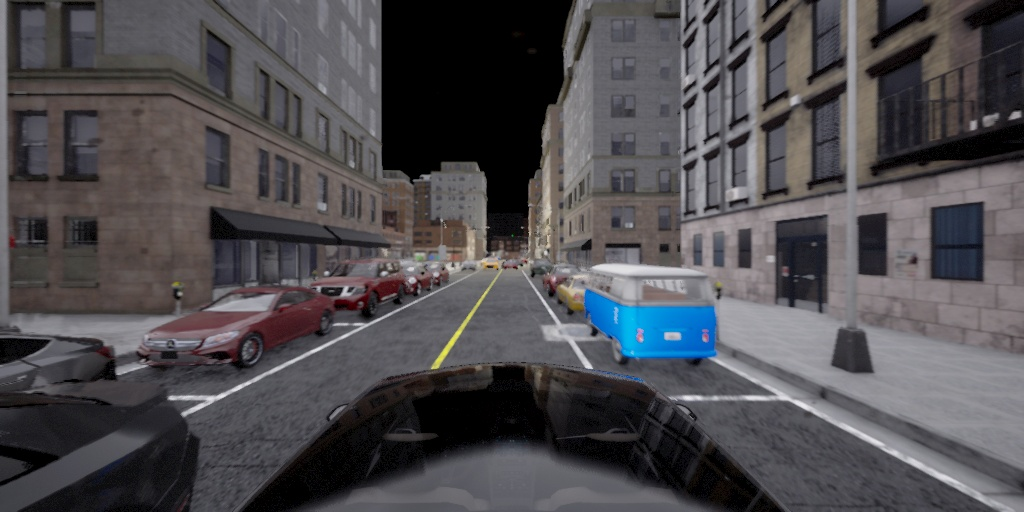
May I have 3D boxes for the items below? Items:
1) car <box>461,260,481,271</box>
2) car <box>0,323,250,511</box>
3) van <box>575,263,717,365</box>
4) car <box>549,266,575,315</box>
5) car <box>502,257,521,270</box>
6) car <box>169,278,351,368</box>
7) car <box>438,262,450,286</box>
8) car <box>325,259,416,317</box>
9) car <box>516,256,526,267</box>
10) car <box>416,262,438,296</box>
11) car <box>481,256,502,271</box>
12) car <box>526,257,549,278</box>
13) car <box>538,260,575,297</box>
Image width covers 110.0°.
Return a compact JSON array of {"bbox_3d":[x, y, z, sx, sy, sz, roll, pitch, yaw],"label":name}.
[{"bbox_3d":[-5.409,1.196,45.597,2.007,1.370,4.403,0,0,0],"label":"car"},{"bbox_3d":[-2.850,1.258,0.176,1.837,1.490,4.892,0,0,0],"label":"car"},{"bbox_3d":[2.634,1.076,7.735,1.690,1.789,3.998,0,0,0],"label":"van"},{"bbox_3d":[2.631,1.248,13.315,1.751,1.417,4.829,0,0,0],"label":"car"},{"bbox_3d":[-0.459,1.197,51.157,1.994,1.385,4.181,0,0,-10],"label":"car"},{"bbox_3d":[-5.391,1.317,7.731,1.802,1.307,4.207,0,0,0],"label":"car"},{"bbox_3d":[-5.399,1.136,23.959,1.967,1.591,4.097,0,0,0],"label":"car"},{"bbox_3d":[-5.394,1.037,13.141,2.192,1.841,5.009,0,0,0],"label":"car"},{"bbox_3d":[0.318,1.172,63.245,1.994,1.385,4.181,0,0,-28],"label":"car"},{"bbox_3d":[-5.396,1.149,18.550,1.967,1.591,4.097,0,0,0],"label":"car"},{"bbox_3d":[-2.782,1.118,48.148,1.882,1.535,5.008,0,0,0],"label":"car"},{"bbox_3d":[2.734,1.026,33.444,2.097,1.767,4.553,0,0,0],"label":"car"},{"bbox_3d":[2.629,1.149,18.554,1.967,1.591,4.097,0,0,0],"label":"car"}]
